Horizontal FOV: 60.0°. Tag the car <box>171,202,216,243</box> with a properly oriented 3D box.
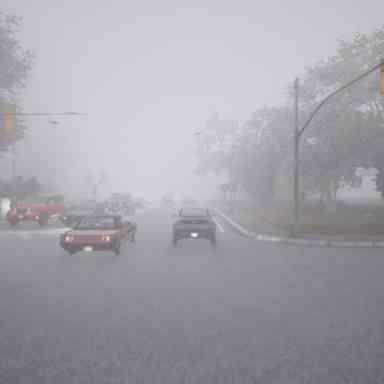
[{"bbox_3d":[0.093,1.464,15.803,1.837,1.490,4.892,0,0,0],"label":"car"}]

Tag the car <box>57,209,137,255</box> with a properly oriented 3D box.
[{"bbox_3d":[-3.406,1.566,13.137,1.895,1.301,4.718,0,0,0],"label":"car"}]

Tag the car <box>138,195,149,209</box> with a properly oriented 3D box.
[{"bbox_3d":[-7.123,1.326,43.198,1.882,1.535,5.008,0,0,-1],"label":"car"}]

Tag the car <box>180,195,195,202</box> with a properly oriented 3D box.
[{"bbox_3d":[-0.542,1.320,54.782,1.994,1.385,4.181,0,1,-4],"label":"car"}]

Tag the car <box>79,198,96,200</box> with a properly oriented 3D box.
[{"bbox_3d":[-10.576,1.382,33.243,1.882,1.535,5.008,0,0,0],"label":"car"}]

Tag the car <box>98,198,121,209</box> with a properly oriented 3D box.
[{"bbox_3d":[-10.628,1.448,43.329,1.895,1.301,4.718,0,0,-1],"label":"car"}]

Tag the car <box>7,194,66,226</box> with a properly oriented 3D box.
[{"bbox_3d":[-10.605,1.161,23.357,2.150,2.045,5.566,0,0,0],"label":"car"}]

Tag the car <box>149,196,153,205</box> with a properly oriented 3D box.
[{"bbox_3d":[-7.475,1.291,53.468,1.812,1.442,4.674,0,1,-3],"label":"car"}]

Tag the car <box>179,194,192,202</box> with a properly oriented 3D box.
[{"bbox_3d":[-1.281,1.211,64.663,2.033,1.411,5.357,0,1,-7],"label":"car"}]

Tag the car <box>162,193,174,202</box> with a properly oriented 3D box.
[{"bbox_3d":[-4.769,1.017,64.304,2.097,1.767,4.553,0,1,-7],"label":"car"}]

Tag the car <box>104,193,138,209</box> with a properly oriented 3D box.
[{"bbox_3d":[-7.067,1.127,33.008,2.150,2.045,5.566,0,0,-1],"label":"car"}]

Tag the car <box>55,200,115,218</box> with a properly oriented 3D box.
[{"bbox_3d":[-7.107,1.488,22.831,2.033,1.411,5.357,0,0,0],"label":"car"}]

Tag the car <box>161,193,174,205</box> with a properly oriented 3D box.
[{"bbox_3d":[-4.014,1.112,54.234,2.097,1.767,4.553,0,1,-4],"label":"car"}]
